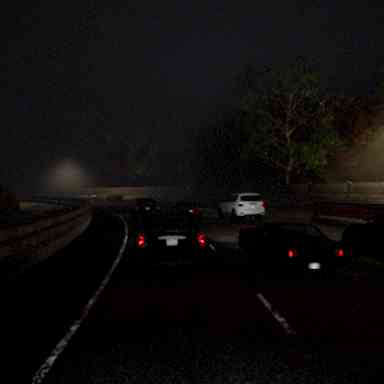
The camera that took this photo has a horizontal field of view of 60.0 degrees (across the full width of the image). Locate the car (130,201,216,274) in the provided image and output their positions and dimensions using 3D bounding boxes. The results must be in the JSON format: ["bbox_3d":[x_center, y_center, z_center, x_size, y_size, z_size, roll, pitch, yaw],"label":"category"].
[{"bbox_3d":[-0.726,1.322,10.722,2.097,1.767,4.553,0,0,-6],"label":"car"}]

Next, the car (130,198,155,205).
[{"bbox_3d":[-3.871,1.288,27.015,2.097,1.767,4.553,0,0,-15],"label":"car"}]

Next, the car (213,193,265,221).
[{"bbox_3d":[3.672,1.130,25.885,2.150,2.045,5.566,0,-1,-13],"label":"car"}]

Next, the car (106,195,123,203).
[{"bbox_3d":[-15.719,1.358,67.256,2.033,1.411,5.357,0,0,-35],"label":"car"}]

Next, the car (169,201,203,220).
[{"bbox_3d":[-0.600,1.484,28.251,1.994,1.385,4.181,0,0,-15],"label":"car"}]

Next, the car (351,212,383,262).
[{"bbox_3d":[6.388,1.304,9.789,2.097,1.767,4.553,0,0,-5],"label":"car"}]

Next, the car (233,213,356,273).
[{"bbox_3d":[2.855,1.562,10.562,1.895,1.301,4.718,0,0,-6],"label":"car"}]
